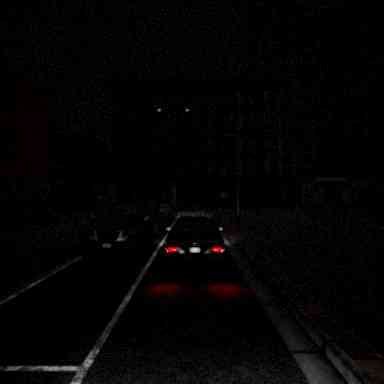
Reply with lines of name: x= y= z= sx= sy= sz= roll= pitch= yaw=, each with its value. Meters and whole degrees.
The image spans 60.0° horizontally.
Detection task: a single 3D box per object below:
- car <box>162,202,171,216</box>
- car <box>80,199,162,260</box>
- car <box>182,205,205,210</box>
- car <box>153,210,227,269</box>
car: x=-2.601 y=1.347 z=18.250 sx=2.192 sy=1.841 sz=5.009 roll=1 pitch=0 yaw=0
car: x=-2.605 y=1.336 z=12.718 sx=2.192 sy=1.841 sz=5.009 roll=1 pitch=0 yaw=0
car: x=0.099 y=1.649 z=26.238 sx=1.895 sy=1.301 sz=4.718 roll=0 pitch=0 yaw=0
car: x=0.090 y=1.566 z=11.157 sx=2.033 sy=1.411 sz=5.357 roll=0 pitch=0 yaw=0
